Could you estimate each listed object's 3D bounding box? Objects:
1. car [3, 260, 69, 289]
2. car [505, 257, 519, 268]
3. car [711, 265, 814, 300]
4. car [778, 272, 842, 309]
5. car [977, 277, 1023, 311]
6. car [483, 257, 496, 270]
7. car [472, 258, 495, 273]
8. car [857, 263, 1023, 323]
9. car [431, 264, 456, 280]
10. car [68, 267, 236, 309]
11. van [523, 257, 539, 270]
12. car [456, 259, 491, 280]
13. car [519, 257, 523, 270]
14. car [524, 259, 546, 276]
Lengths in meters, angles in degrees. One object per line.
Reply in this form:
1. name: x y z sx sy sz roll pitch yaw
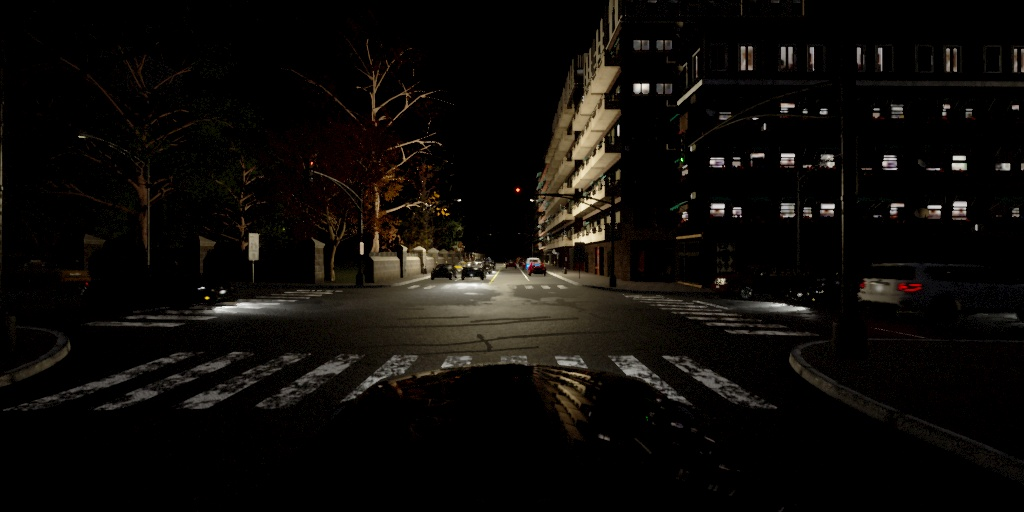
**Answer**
1. car: -24.822 0.883 18.410 4.829 1.417 1.751 0 0 -1
2. car: -0.172 1.347 60.134 2.033 1.411 5.357 0 0 -2
3. car: 13.369 1.353 18.961 5.009 1.841 2.192 0 0 -1
4. car: 15.112 1.623 16.398 4.181 1.385 1.994 1 0 -1
5. car: 24.948 1.764 16.545 4.674 1.442 1.812 1 0 -1
6. car: -3.330 1.278 51.749 2.128 1.511 4.902 0 0 0
7. car: -3.286 1.279 41.337 1.837 1.490 4.892 0 0 0
8. car: 16.174 1.288 13.213 5.566 2.045 2.150 1 0 -1
9. car: -5.831 1.330 31.209 1.948 1.339 4.313 0 0 0
10. car: -12.657 1.113 13.059 4.181 1.385 1.994 1 0 -5
11. van: 2.495 1.116 42.510 1.690 1.789 3.998 0 0 0
12. car: -3.234 1.255 31.038 2.128 1.511 4.902 0 0 0
13. car: 2.439 1.229 53.770 1.967 1.591 4.097 0 0 0
14. car: 2.522 1.314 36.880 1.888 1.381 4.507 0 0 0
